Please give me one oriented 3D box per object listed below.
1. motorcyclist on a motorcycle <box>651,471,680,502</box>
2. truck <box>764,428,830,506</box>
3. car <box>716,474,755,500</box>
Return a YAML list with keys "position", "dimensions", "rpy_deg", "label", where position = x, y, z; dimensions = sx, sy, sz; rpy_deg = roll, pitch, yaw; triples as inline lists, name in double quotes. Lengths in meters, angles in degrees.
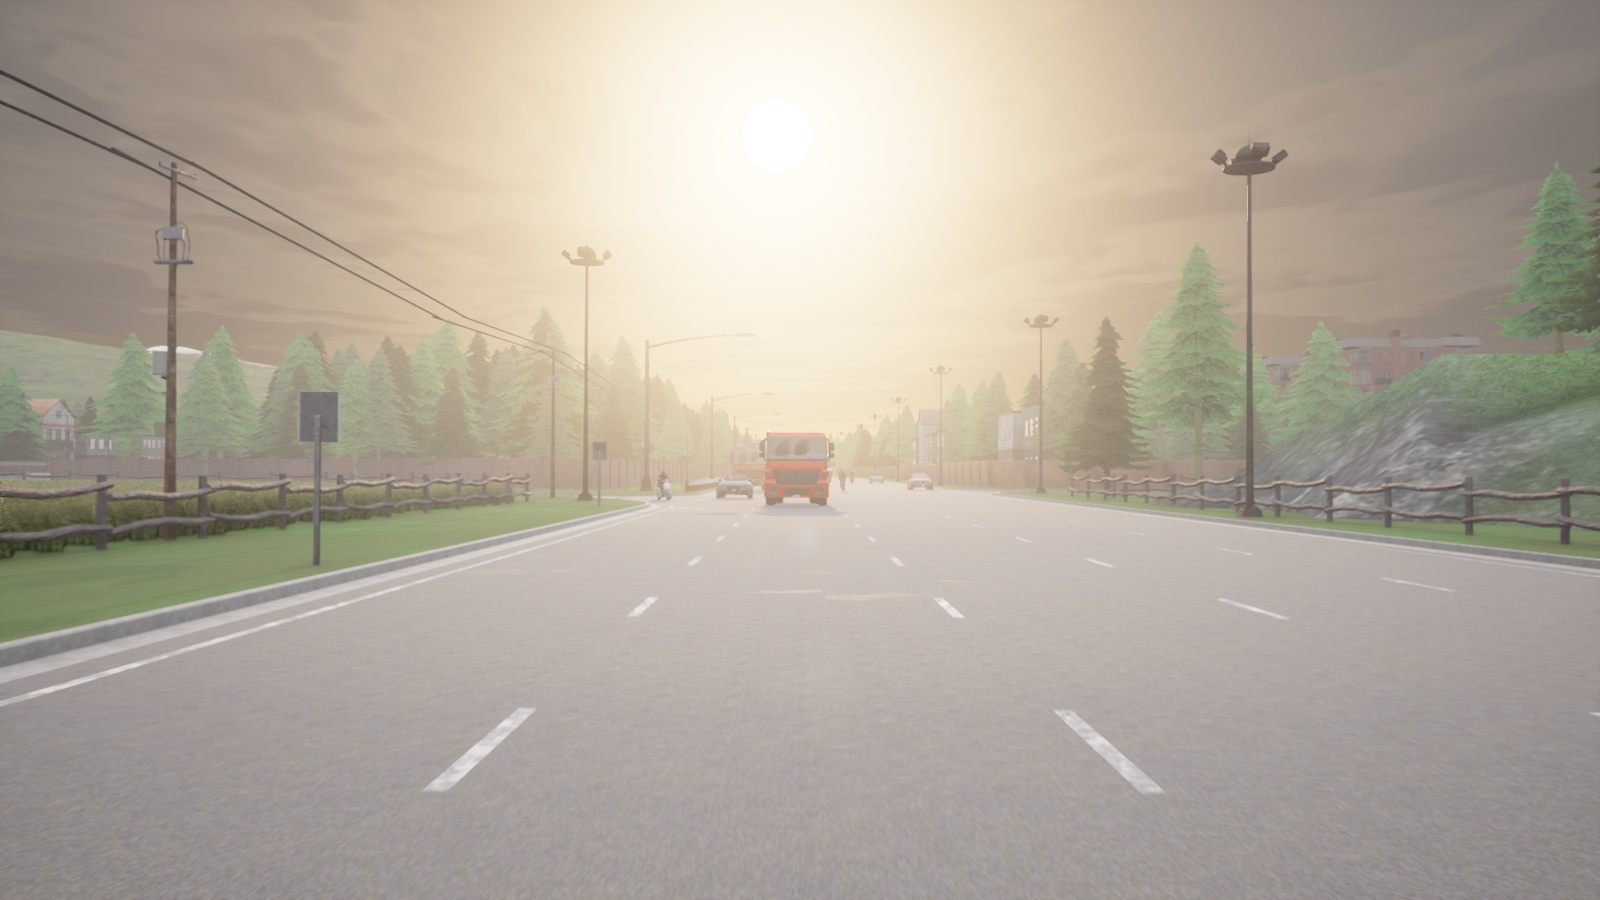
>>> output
- position: [-6.987, 1.885, 65.175]
  dimensions: [0.866, 1.590, 1.817]
  rpy_deg: [-1, -1, -28]
  label: "motorcyclist on a motorcycle"
- position: [-0.150, 0.828, 59.564]
  dimensions: [2.891, 3.462, 7.936]
  rpy_deg: [0, -1, 0]
  label: "truck"
- position: [-3.677, 2.094, 72.044]
  dimensions: [1.994, 1.385, 4.181]
  rpy_deg: [0, -1, 0]
  label: "car"
